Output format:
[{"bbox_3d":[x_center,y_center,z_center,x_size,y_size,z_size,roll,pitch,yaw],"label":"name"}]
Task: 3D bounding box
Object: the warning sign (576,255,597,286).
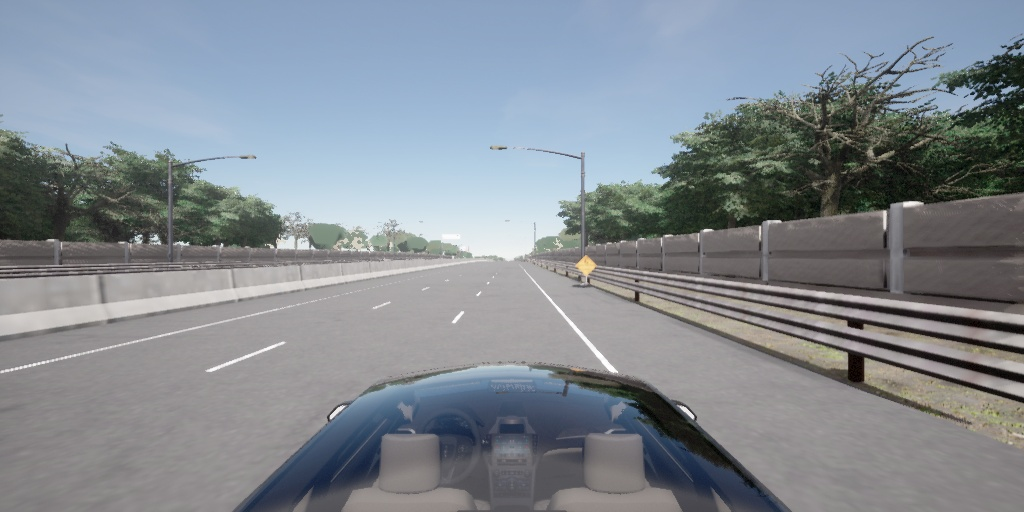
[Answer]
[{"bbox_3d":[4.551,0.866,21.899,1.300,1.860,1.060,0,0,0],"label":"warning sign"}]
